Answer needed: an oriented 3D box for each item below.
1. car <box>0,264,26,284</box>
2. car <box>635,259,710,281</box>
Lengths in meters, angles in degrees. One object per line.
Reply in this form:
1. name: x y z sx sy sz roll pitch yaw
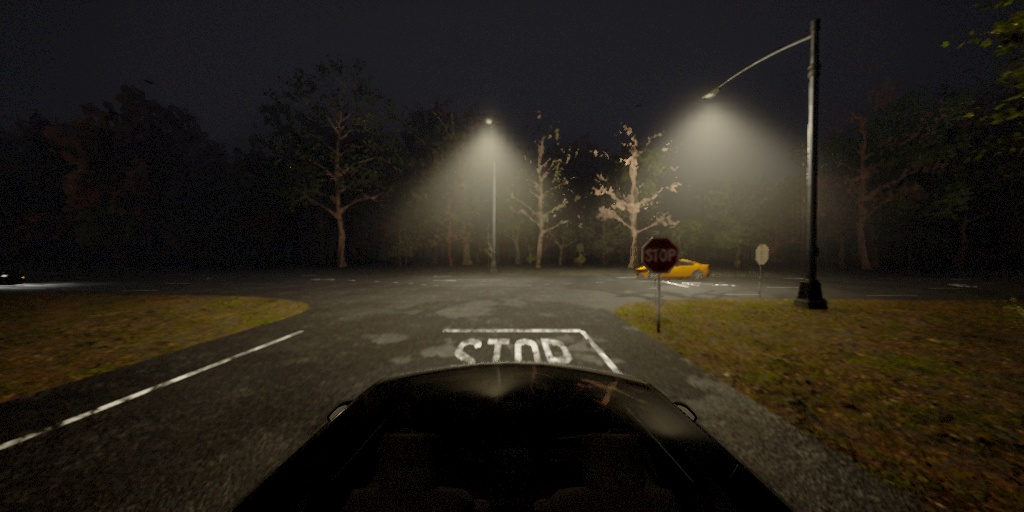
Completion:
1. car: -29.022 0.863 19.165 4.181 1.385 1.994 0 1 1
2. car: 11.401 0.968 25.670 5.008 1.535 1.882 0 1 0
